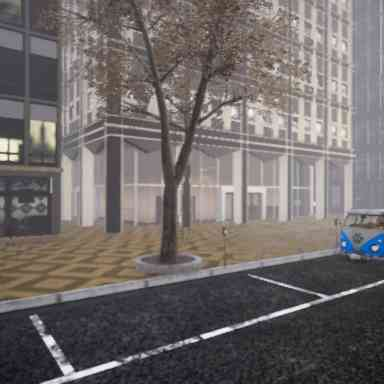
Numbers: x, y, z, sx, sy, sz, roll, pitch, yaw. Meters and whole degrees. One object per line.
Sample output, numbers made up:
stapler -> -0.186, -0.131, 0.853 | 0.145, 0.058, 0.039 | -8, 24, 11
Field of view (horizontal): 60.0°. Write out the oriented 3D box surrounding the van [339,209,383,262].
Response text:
van -> 6.673, 1.457, 11.331 | 3.998, 1.788, 1.690 | 1, -1, -36
